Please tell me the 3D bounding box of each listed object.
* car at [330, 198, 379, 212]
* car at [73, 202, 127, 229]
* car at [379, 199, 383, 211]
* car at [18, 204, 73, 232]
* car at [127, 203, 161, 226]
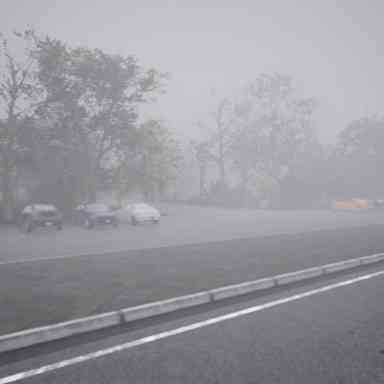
[{"bbox_3d":[19.284,1.561,40.262,2.097,1.535,5.008,0,0,-35],"label":"car"},{"bbox_3d":[-6.488,1.474,21.916,2.097,1.535,5.008,0,0,-35],"label":"car"},{"bbox_3d":[23.813,1.595,43.501,2.097,1.535,5.008,0,0,-35],"label":"car"},{"bbox_3d":[-9.147,1.467,20.008,2.231,1.521,4.892,0,0,-35],"label":"car"},{"bbox_3d":[-3.918,1.522,23.737,2.002,1.452,4.674,0,0,-35],"label":"car"}]
